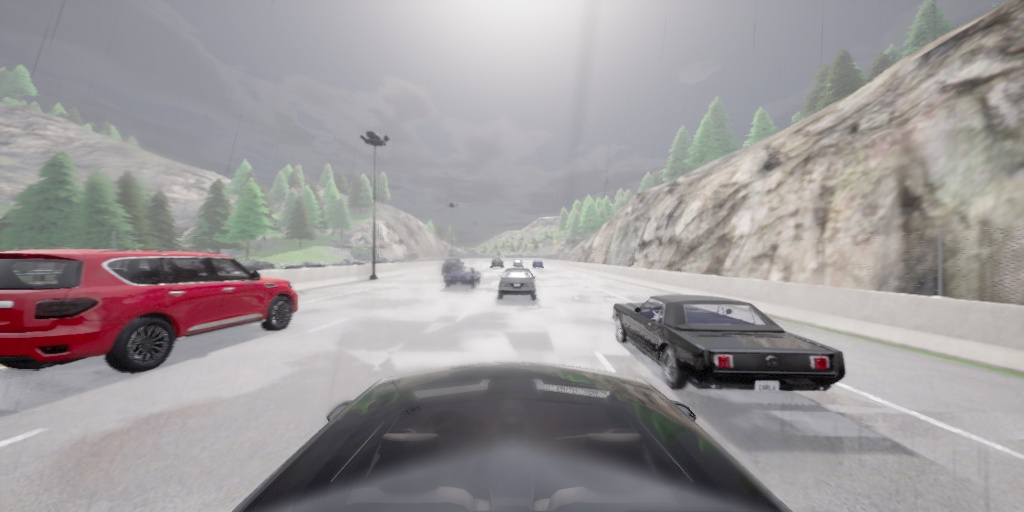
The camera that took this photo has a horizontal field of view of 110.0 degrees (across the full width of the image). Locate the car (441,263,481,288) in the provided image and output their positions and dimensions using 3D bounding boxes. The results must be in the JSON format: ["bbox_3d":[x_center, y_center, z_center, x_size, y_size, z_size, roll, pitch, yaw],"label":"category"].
[{"bbox_3d":[-3.114,1.353,23.480,1.895,1.301,4.718,1,0,1],"label":"car"}]

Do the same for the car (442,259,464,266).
[{"bbox_3d":[-6.356,1.096,39.624,2.097,1.767,4.553,1,0,1],"label":"car"}]

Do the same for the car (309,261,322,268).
[{"bbox_3d":[-20.599,1.199,36.159,1.895,1.301,4.718,1,0,1],"label":"car"}]

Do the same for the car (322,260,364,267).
[{"bbox_3d":[-17.082,1.125,37.298,2.128,1.511,4.902,1,0,1],"label":"car"}]

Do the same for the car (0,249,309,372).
[{"bbox_3d":[-7.112,0.910,7.614,2.150,2.045,5.566,0,0,2],"label":"car"}]

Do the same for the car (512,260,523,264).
[{"bbox_3d":[1.019,1.399,64.460,2.033,1.411,5.357,1,0,1],"label":"car"}]

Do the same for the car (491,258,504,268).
[{"bbox_3d":[-2.503,1.168,62.763,2.097,1.767,4.553,1,0,1],"label":"car"}]

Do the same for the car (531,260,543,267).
[{"bbox_3d":[4.514,1.365,63.889,1.882,1.535,5.008,1,0,1],"label":"car"}]

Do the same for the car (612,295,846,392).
[{"bbox_3d":[3.353,1.392,6.839,1.895,1.301,4.718,1,0,1],"label":"car"}]

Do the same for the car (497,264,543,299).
[{"bbox_3d":[0.272,1.325,18.194,2.033,1.411,5.357,1,0,1],"label":"car"}]
